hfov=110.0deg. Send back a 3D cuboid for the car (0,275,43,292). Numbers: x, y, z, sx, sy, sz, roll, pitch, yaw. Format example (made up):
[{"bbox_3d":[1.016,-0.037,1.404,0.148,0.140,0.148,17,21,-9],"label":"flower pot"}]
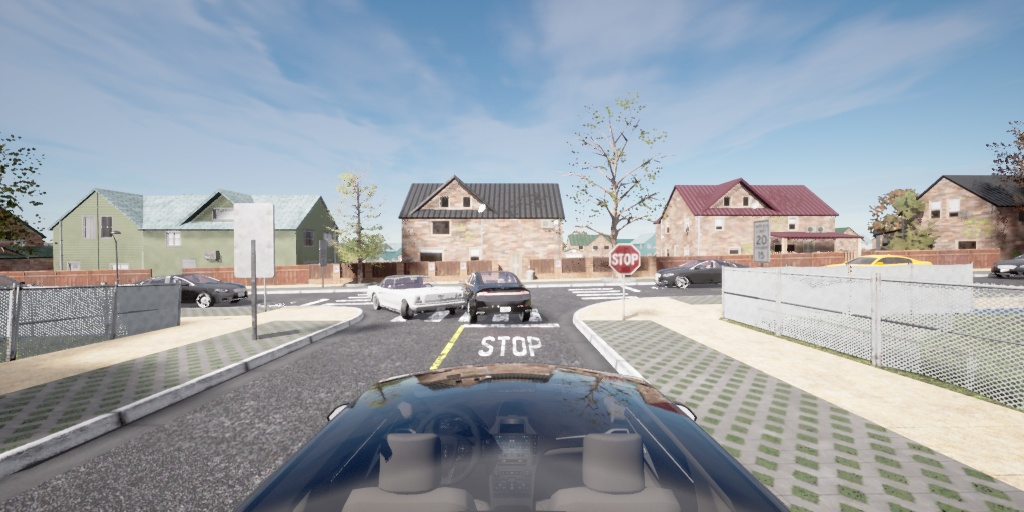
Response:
[{"bbox_3d":[-24.237,1.648,16.435,4.553,1.767,2.097,-1,1,0],"label":"car"}]

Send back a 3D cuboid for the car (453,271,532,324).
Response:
[{"bbox_3d":[-0.684,1.242,12.117,2.128,1.511,4.902,0,0,-12],"label":"car"}]

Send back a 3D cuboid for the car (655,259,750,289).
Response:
[{"bbox_3d":[10.333,0.926,19.524,4.902,1.511,2.128,-1,1,0],"label":"car"}]

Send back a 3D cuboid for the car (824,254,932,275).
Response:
[{"bbox_3d":[19.764,0.690,19.559,5.008,1.535,1.882,-1,1,-1],"label":"car"}]

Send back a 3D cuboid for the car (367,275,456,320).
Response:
[{"bbox_3d":[-3.600,1.368,12.977,1.895,1.301,4.718,0,0,-38],"label":"car"}]

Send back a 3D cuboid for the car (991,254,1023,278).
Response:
[{"bbox_3d":[29.388,0.478,19.595,4.902,1.511,2.128,-1,1,0],"label":"car"}]

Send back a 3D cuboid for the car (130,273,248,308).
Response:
[{"bbox_3d":[-14.900,1.566,16.474,4.902,1.511,2.128,-1,1,0],"label":"car"}]
